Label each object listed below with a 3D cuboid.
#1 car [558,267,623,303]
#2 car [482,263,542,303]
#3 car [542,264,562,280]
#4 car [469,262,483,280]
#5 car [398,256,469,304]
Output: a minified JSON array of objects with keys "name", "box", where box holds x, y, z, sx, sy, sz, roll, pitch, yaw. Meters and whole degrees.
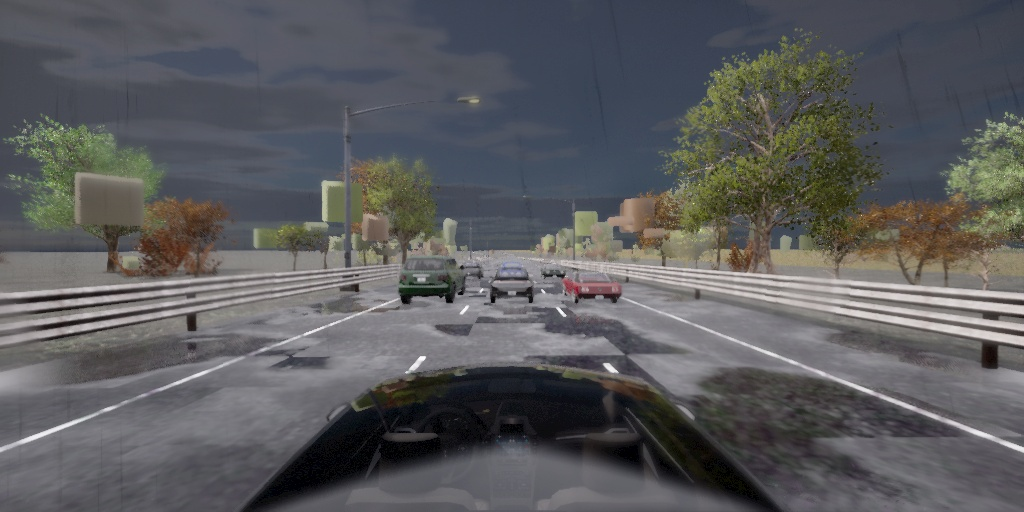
[{"name":"car","box":[3.500,1.364,16.533,1.895,1.301,4.718,0,0,0]},{"name":"car","box":[0.000,1.242,16.503,2.128,1.511,4.902,0,0,0]},{"name":"car","box":[3.500,1.365,31.535,1.895,1.301,4.718,0,0,0]},{"name":"car","box":[-3.500,1.244,31.505,2.128,1.511,4.902,0,0,0]},{"name":"car","box":[-3.500,1.005,16.532,2.150,2.045,5.566,0,0,0]}]
